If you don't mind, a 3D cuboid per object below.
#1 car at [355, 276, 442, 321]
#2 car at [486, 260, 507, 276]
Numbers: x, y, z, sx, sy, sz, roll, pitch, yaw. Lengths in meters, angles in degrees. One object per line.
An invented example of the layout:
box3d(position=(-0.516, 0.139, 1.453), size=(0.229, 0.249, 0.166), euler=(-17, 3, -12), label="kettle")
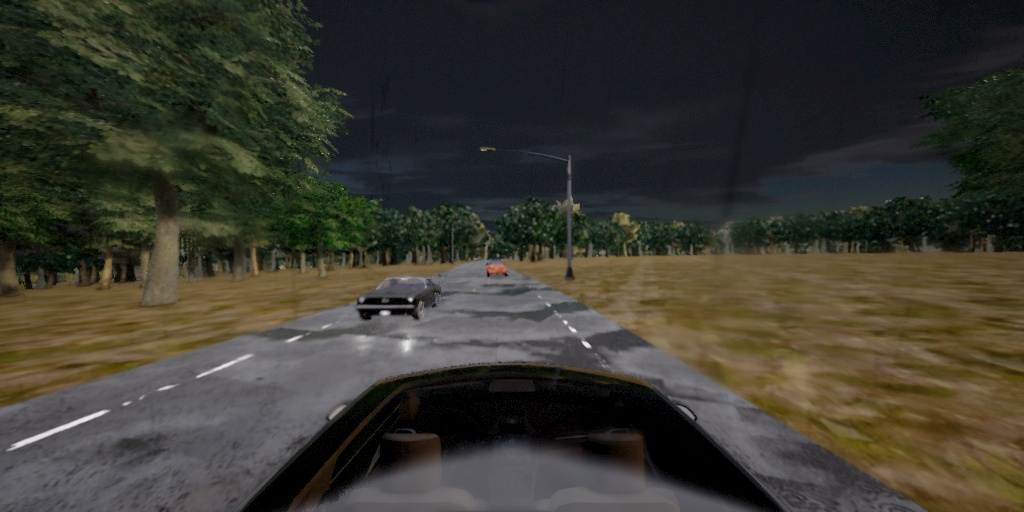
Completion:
box3d(position=(-3.799, 1.389, 12.774), size=(1.895, 1.301, 4.718), euler=(0, 0, -2), label="car")
box3d(position=(-1.747, 1.257, 39.868), size=(2.097, 1.767, 4.553), euler=(0, 0, -5), label="car")
